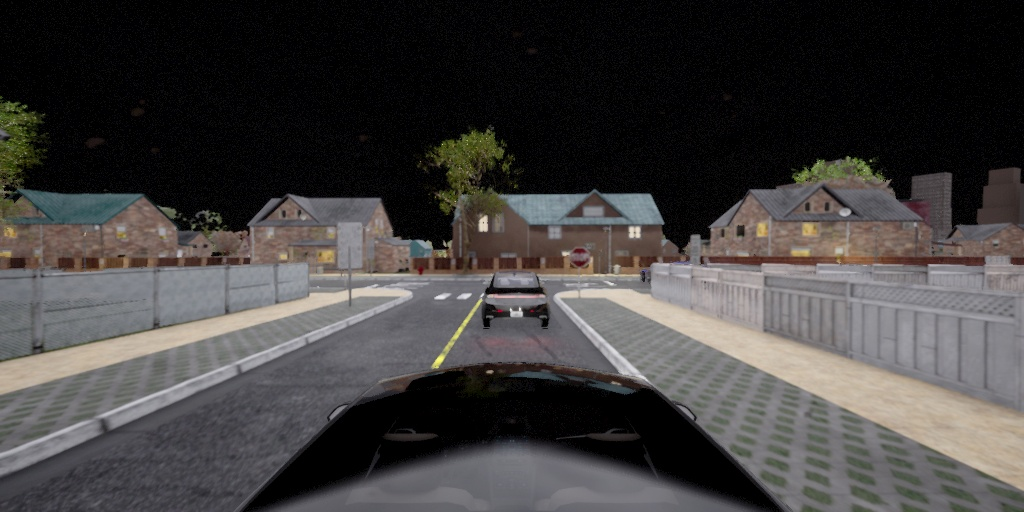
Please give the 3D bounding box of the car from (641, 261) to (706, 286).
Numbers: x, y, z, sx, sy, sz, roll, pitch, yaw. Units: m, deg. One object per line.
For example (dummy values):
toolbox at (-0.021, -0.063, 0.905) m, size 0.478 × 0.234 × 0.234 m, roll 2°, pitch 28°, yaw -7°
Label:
car at (10.876, 1.179, 21.893) m, size 5.008 × 1.535 × 1.882 m, roll 0°, pitch 1°, yaw 3°

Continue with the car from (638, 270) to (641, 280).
car at (11.277, 1.105, 24.562) m, size 5.008 × 1.535 × 1.882 m, roll 0°, pitch 2°, yaw 1°

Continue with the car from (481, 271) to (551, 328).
car at (0.072, 1.207, 11.228) m, size 2.128 × 1.511 × 4.902 m, roll 0°, pitch 0°, yaw -1°

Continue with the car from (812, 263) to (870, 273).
car at (22.695, 1.187, 24.268) m, size 4.181 × 1.385 × 1.994 m, roll 0°, pitch 2°, yaw 1°
